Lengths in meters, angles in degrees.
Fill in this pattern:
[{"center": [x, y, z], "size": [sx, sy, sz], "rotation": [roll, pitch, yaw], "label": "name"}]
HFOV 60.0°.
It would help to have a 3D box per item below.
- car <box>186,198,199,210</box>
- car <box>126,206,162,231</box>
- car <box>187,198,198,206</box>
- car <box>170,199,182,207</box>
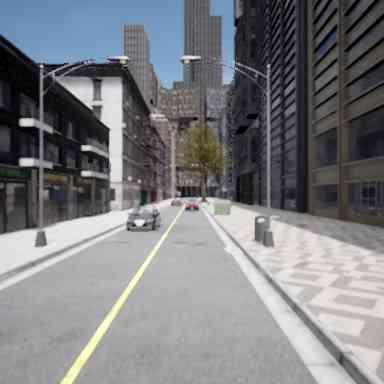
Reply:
[{"center": [0.049, 1.998, 48.873], "size": [1.895, 1.301, 4.718], "rotation": [0, 0, 0], "label": "car"}, {"center": [-3.089, 1.672, 21.991], "size": [2.128, 1.511, 4.902], "rotation": [0, 0, 0], "label": "car"}, {"center": [0.061, 2.001, 65.529], "size": [2.128, 1.511, 4.902], "rotation": [0, -1, 1], "label": "car"}, {"center": [-2.991, 2.056, 63.292], "size": [1.994, 1.385, 4.181], "rotation": [0, 0, 1], "label": "car"}]
